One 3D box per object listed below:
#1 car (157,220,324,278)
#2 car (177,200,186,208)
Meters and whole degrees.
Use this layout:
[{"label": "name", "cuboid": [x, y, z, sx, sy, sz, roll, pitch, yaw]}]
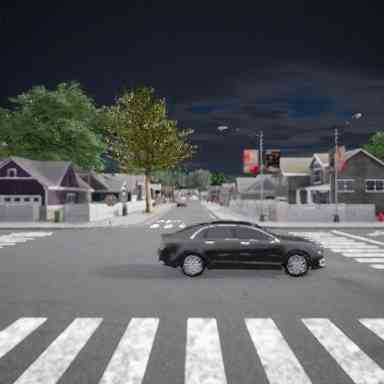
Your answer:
[{"label": "car", "cuboid": [1.422, 1.630, 10.052, 4.892, 1.490, 1.837, 0, -1, 0]}, {"label": "car", "cuboid": [-2.087, 2.341, 67.172, 1.882, 1.535, 5.008, 0, -1, 0]}]
